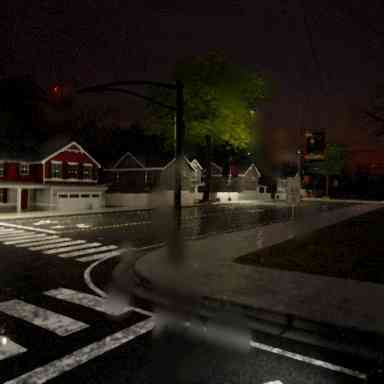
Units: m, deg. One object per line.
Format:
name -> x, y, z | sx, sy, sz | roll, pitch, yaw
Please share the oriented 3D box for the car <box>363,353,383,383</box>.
car -> 3.328, 1.506, 1.307 | 4.892, 1.490, 1.837 | 0, 0, 35
